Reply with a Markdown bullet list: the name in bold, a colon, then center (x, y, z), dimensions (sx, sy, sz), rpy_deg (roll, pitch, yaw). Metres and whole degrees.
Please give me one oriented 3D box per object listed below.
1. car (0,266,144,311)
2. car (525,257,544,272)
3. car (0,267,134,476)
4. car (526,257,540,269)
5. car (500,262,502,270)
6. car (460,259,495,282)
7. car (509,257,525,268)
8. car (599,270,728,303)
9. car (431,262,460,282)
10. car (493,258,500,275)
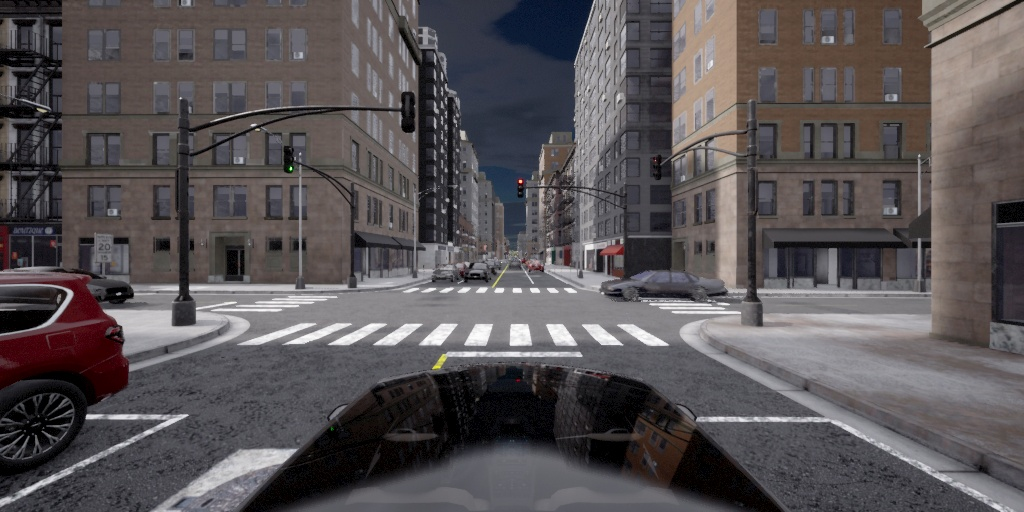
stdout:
- **car**: center (-17.432, 1.185, 13.694), dimensions (4.892, 1.490, 1.837), rpy_deg (0, 0, 0)
- **car**: center (2.942, 1.184, 44.771), dimensions (1.967, 1.591, 4.097), rpy_deg (0, 0, 0)
- **car**: center (-5.389, 1.065, 2.011), dimensions (2.192, 1.841, 5.009), rpy_deg (0, 0, 0)
- **car**: center (3.390, 1.090, 58.423), dimensions (2.097, 1.767, 4.553), rpy_deg (0, 0, 0)
- **car**: center (-2.482, 1.234, 50.827), dimensions (2.128, 1.511, 4.902), rpy_deg (0, 0, 1)
- **car**: center (-2.662, 1.253, 28.502), dimensions (1.837, 1.490, 4.892), rpy_deg (0, 0, 0)
- **car**: center (0.504, 1.227, 58.280), dimensions (2.128, 1.511, 4.902), rpy_deg (0, 0, 0)
- **car**: center (6.852, 1.336, 16.504), dimensions (5.357, 1.411, 2.033), rpy_deg (0, 0, 0)
- **car**: center (-5.199, 1.299, 28.473), dimensions (2.007, 1.370, 4.403), rpy_deg (0, 0, 0)
- **car**: center (-2.589, 1.251, 38.876), dimensions (1.837, 1.490, 4.892), rpy_deg (0, 0, 0)
